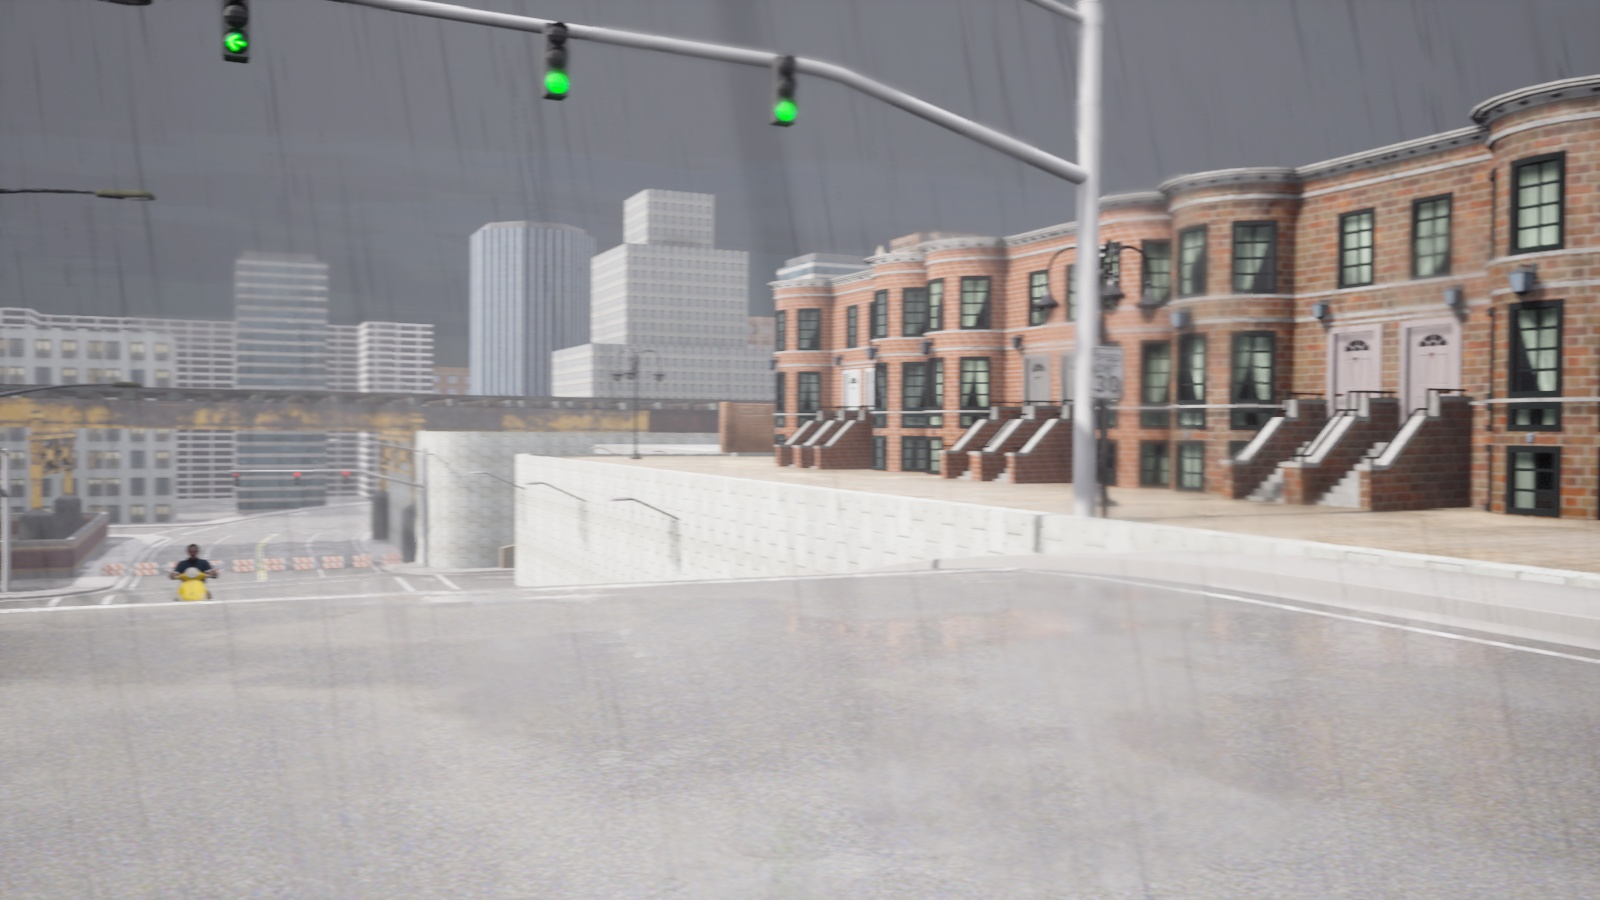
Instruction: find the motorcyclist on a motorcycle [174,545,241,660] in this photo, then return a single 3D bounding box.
[{"bbox_3d":[-9.403,2.446,19.977,0.866,1.590,1.817,-2,-11,-24],"label":"motorcyclist on a motorcycle"}]
